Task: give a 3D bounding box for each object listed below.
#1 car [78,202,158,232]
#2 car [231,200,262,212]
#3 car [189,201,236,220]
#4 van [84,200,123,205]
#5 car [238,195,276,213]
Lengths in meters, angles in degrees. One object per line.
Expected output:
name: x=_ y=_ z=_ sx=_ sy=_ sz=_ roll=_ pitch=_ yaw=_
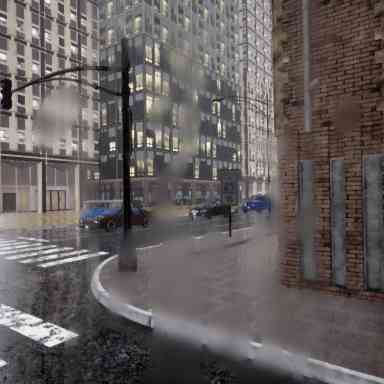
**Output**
car: x=-4.447 y=1.614 z=21.115 sx=2.033 sy=1.411 sz=5.357 roll=-1 pitch=-1 yaw=36
car: x=6.869 y=1.689 z=41.360 sx=1.752 sy=1.417 sz=4.829 roll=-2 pitch=-1 yaw=36
car: x=1.635 y=1.578 z=29.603 sx=2.128 sy=1.511 sz=4.902 roll=-1 pitch=-1 yaw=36
van: x=-5.964 y=1.460 z=23.450 sx=1.690 sy=1.788 sz=3.998 roll=-2 pitch=-1 yaw=36
car: x=7.726 y=1.330 z=38.097 sx=2.150 sy=2.045 sz=5.566 roll=-1 pitch=-1 yaw=36
